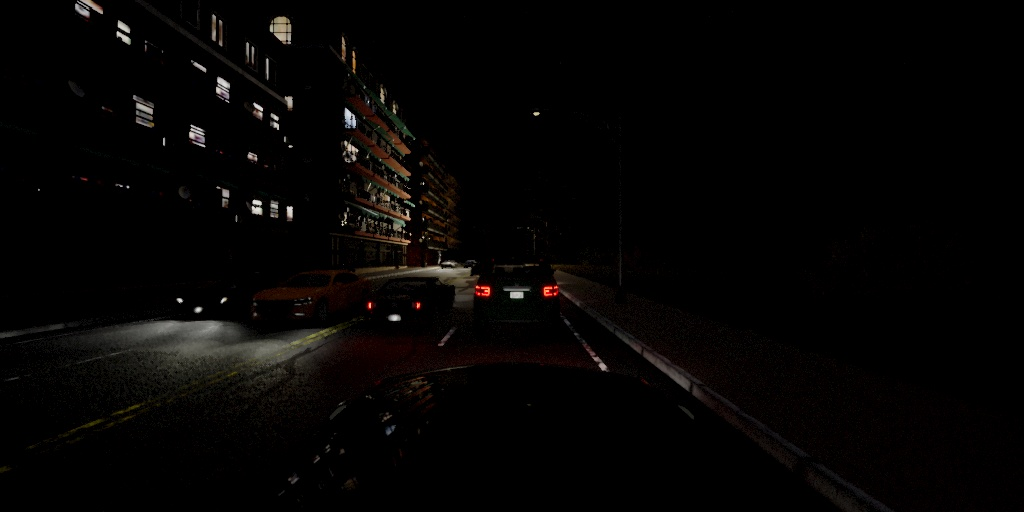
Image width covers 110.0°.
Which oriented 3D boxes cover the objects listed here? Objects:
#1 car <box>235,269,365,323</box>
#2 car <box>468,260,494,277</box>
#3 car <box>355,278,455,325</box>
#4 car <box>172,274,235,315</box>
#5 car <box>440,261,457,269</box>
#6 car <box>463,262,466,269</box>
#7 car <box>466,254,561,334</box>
[{"bbox_3d":[-6.559,1.229,12.316,1.882,1.535,5.008,0,0,0],"label":"car"},{"bbox_3d":[-3.017,1.245,36.072,2.128,1.511,4.902,0,0,0],"label":"car"},{"bbox_3d":[-3.111,1.352,11.789,1.895,1.301,4.718,0,0,0],"label":"car"},{"bbox_3d":[-9.803,1.299,13.863,2.033,1.411,5.357,0,0,0],"label":"car"},{"bbox_3d":[-9.637,1.351,54.864,1.895,1.301,4.718,0,0,0],"label":"car"},{"bbox_3d":[-6.382,1.314,55.487,1.994,1.385,4.181,0,0,0],"label":"car"},{"bbox_3d":[0.129,0.973,10.762,2.150,2.045,5.566,0,0,0],"label":"car"}]
